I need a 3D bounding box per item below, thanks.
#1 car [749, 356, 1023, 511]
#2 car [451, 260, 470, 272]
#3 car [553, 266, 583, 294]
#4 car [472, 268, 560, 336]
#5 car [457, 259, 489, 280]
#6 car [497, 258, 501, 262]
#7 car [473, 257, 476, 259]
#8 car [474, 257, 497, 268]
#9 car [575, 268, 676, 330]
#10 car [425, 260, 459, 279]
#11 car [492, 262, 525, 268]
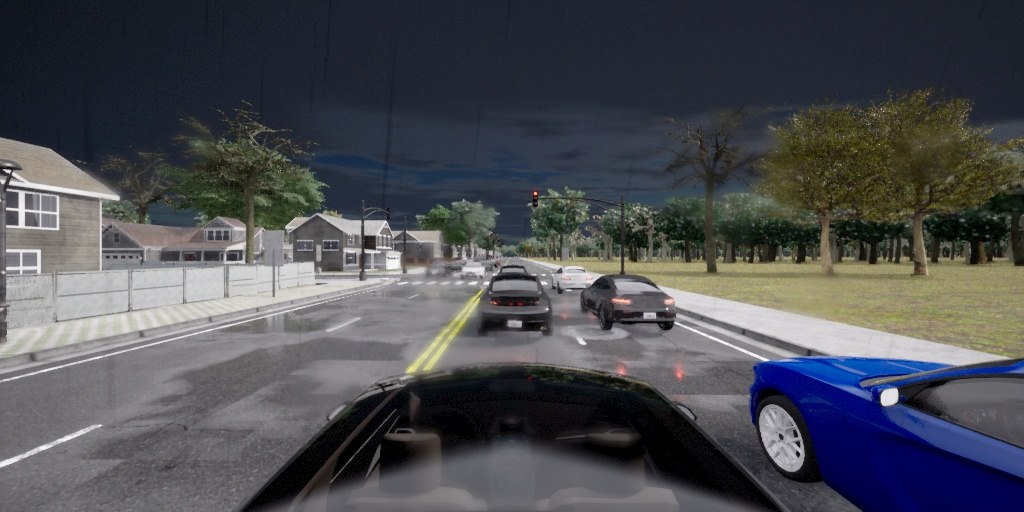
[{"bbox_3d":[3.350,1.228,1.649,1.882,1.535,5.008,0,0,0],"label":"car"},{"bbox_3d":[-6.569,1.244,46.148,1.837,1.490,4.892,0,0,0],"label":"car"},{"bbox_3d":[3.322,1.275,20.069,1.812,1.442,4.674,0,0,0],"label":"car"},{"bbox_3d":[0.088,1.255,10.326,1.837,1.490,4.892,0,0,0],"label":"car"},{"bbox_3d":[-3.331,1.274,31.247,1.812,1.442,4.674,0,0,0],"label":"car"},{"bbox_3d":[-3.289,1.206,58.654,1.882,1.535,5.008,0,0,0],"label":"car"},{"bbox_3d":[-6.549,1.255,57.702,1.812,1.442,4.674,0,0,0],"label":"car"},{"bbox_3d":[-3.315,1.244,45.183,1.837,1.490,4.892,0,0,1],"label":"car"},{"bbox_3d":[3.339,1.275,10.964,1.812,1.442,4.674,0,0,0],"label":"car"},{"bbox_3d":[-6.578,1.241,32.879,2.128,1.511,4.902,0,0,0],"label":"car"},{"bbox_3d":[0.069,1.254,19.742,1.837,1.490,4.892,0,0,0],"label":"car"}]
